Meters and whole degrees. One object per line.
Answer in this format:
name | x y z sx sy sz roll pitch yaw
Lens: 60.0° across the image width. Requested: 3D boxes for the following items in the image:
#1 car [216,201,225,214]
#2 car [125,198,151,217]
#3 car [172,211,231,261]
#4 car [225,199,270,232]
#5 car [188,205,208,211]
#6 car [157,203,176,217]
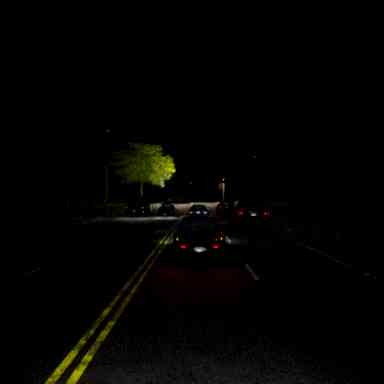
car | 3.978 1.817 38.839 2.097 1.767 4.553 0 -1 1
car | -5.994 1.663 37.457 2.150 2.045 5.566 0 -1 1
car | 0.281 1.679 12.891 1.812 1.442 4.674 0 0 1
car | 3.705 1.488 22.383 2.150 2.045 5.566 0 -1 1
car | 0.615 1.931 32.277 2.033 1.411 5.357 0 -1 1
car | -2.748 1.988 37.285 2.033 1.411 5.357 0 -1 1
